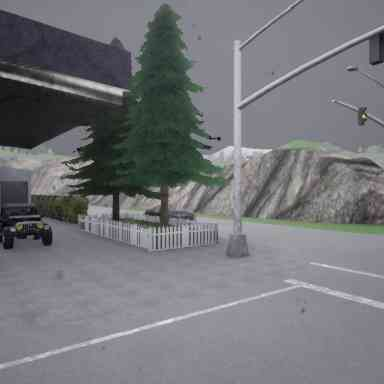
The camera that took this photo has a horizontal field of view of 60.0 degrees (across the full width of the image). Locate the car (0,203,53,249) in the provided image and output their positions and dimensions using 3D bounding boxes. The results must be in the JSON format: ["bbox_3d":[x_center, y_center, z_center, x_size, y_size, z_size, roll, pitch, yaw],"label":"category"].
[{"bbox_3d":[-8.041,1.505,15.808,1.905,1.878,3.866,0,0,-37],"label":"car"}]

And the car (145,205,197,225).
[{"bbox_3d":[-1.830,1.739,26.027,2.033,1.411,5.357,0,0,-36],"label":"car"}]
